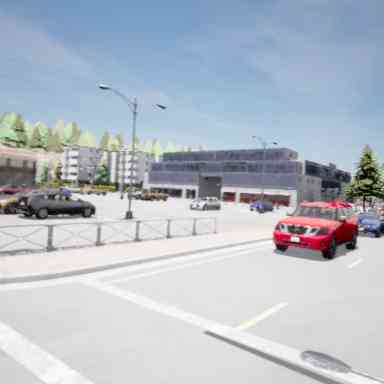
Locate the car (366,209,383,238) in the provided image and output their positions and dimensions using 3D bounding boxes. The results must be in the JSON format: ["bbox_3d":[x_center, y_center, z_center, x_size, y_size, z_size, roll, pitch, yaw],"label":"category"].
[{"bbox_3d":[11.773,2.098,22.144,1.812,1.442,4.674,4,0,38],"label":"car"}]

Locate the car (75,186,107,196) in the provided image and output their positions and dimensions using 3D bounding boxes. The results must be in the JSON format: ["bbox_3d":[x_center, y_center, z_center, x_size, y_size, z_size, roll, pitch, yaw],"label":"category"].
[{"bbox_3d":[-18.232,-0.200,61.622,2.152,1.636,5.027,4,0,39],"label":"car"}]

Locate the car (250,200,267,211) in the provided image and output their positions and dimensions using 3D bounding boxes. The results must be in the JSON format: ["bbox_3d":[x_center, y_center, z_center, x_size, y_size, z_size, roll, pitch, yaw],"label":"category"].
[{"bbox_3d":[8.441,1.666,40.161,1.845,1.501,3.633,4,0,39],"label":"car"}]

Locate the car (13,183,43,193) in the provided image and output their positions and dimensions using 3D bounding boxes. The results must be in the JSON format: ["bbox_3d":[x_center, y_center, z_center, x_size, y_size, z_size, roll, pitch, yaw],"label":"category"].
[{"bbox_3d":[-30.691,-0.779,62.283,2.007,1.523,4.514,4,0,39],"label":"car"}]

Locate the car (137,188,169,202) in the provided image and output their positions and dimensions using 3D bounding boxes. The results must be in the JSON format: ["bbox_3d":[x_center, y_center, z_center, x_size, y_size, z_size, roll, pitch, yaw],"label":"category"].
[{"bbox_3d":[-5.828,0.507,52.015,1.932,1.855,4.605,4,0,39],"label":"car"}]

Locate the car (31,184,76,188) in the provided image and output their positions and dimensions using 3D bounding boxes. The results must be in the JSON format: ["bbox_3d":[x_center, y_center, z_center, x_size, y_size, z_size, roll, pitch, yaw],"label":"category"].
[{"bbox_3d":[-14.760,0.294,35.362,1.845,1.501,3.633,4,0,39],"label":"car"}]

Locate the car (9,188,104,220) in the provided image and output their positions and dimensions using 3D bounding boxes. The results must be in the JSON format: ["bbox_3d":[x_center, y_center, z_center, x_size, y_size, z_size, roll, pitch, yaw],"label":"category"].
[{"bbox_3d":[-7.987,0.779,19.984,2.007,1.523,4.514,4,0,39],"label":"car"}]

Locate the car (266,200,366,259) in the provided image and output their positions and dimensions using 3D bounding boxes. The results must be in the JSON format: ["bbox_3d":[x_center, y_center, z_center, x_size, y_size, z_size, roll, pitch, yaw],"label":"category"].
[{"bbox_3d":[5.512,1.469,14.305,2.150,2.045,5.566,4,0,39],"label":"car"}]

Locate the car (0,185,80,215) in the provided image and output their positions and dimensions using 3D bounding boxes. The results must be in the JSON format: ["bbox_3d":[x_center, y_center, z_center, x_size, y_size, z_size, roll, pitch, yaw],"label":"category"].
[{"bbox_3d":[-10.446,0.619,21.927,2.152,1.636,5.027,4,0,39],"label":"car"}]

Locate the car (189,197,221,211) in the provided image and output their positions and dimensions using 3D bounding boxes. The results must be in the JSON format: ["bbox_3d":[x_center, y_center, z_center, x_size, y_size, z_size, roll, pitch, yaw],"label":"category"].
[{"bbox_3d":[1.450,1.291,36.296,1.970,1.475,3.806,4,0,39],"label":"car"}]

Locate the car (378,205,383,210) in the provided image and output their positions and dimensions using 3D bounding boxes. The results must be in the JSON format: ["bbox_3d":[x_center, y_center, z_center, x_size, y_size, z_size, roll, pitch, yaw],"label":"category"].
[{"bbox_3d":[18.389,2.136,30.342,2.150,2.045,5.566,4,0,36],"label":"car"}]

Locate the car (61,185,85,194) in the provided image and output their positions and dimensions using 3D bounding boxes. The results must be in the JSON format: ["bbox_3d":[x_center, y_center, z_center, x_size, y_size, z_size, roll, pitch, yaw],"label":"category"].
[{"bbox_3d":[-23.404,-0.438,65.429,1.970,1.475,3.806,4,0,39],"label":"car"}]

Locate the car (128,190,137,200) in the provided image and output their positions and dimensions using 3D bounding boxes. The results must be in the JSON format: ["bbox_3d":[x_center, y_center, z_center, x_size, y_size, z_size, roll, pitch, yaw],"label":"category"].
[{"bbox_3d":[-8.334,0.334,53.533,1.905,1.878,3.866,4,0,39],"label":"car"}]
